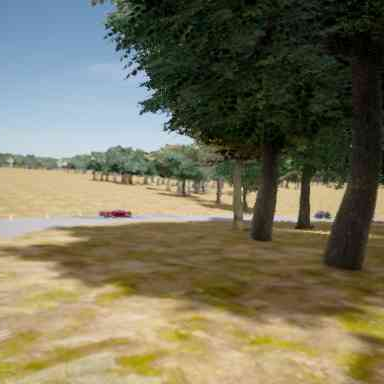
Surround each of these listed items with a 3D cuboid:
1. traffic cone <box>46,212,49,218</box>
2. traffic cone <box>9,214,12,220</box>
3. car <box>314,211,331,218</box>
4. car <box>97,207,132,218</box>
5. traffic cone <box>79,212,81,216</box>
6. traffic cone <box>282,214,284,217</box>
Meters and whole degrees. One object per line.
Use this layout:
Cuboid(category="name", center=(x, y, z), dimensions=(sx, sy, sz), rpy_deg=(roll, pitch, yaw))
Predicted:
Cuboid(category="traffic cone", center=(-16.070, 2.541, 36.954), dimensions=(0.340, 0.580, 0.340), rpy_deg=(5, -1, 17))
Cuboid(category="traffic cone", center=(-17.265, 2.359, 31.699), dimensions=(0.340, 0.580, 0.340), rpy_deg=(4, -1, 9))
Cuboid(category="car", center=(30.532, 5.260, 77.716), dimensions=(4.892, 1.490, 1.837), rpy_deg=(3, 2, -40))
Cuboid(category="car", center=(-10.215, 2.748, 44.159), dimensions=(1.895, 1.301, 4.718), rpy_deg=(5, 0, 32))
Cuboid(category="traffic cone", center=(-14.127, 2.748, 41.978), dimensions=(0.340, 0.580, 0.340), rpy_deg=(5, 0, 25))
Cuboid(category="traffic cone", center=(19.973, 5.079, 72.481), dimensions=(0.340, 0.580, 0.340), rpy_deg=(3, 2, -36))
